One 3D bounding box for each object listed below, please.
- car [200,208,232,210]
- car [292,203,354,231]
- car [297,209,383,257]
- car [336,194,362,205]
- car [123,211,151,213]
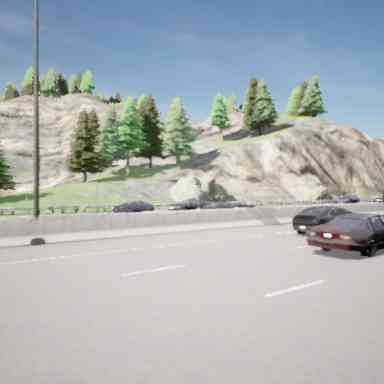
[{"bbox_3d":[1.997,1.543,26.897,4.181,1.385,1.994,0,0,-35],"label":"car"},{"bbox_3d":[7.344,1.485,17.584,4.892,1.490,1.837,0,0,-35],"label":"car"},{"bbox_3d":[6.698,1.532,12.848,5.357,1.411,2.033,0,0,-35],"label":"car"},{"bbox_3d":[27.151,1.275,57.656,4.553,1.767,2.097,0,0,-35],"label":"car"},{"bbox_3d":[-5.900,1.546,34.157,4.181,1.385,1.994,0,0,-35],"label":"car"}]
